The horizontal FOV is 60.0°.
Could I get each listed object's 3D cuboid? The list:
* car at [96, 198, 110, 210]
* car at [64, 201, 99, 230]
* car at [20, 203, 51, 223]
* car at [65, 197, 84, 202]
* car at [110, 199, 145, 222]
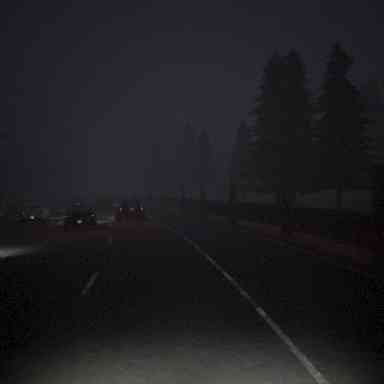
[{"bbox_3d":[-11.199,1.507,41.751,1.882,1.535,5.008,-1,0,-26],"label":"car"},{"bbox_3d":[-7.191,1.557,21.649,1.812,1.442,4.674,-1,0,-16],"label":"car"},{"bbox_3d":[-12.240,1.603,26.155,1.812,1.442,4.674,-1,0,-19],"label":"car"},{"bbox_3d":[-13.554,1.417,38.600,2.097,1.767,4.553,-1,0,-25],"label":"car"},{"bbox_3d":[-5.134,1.347,26.812,2.097,1.767,4.553,-1,0,-17],"label":"car"}]
